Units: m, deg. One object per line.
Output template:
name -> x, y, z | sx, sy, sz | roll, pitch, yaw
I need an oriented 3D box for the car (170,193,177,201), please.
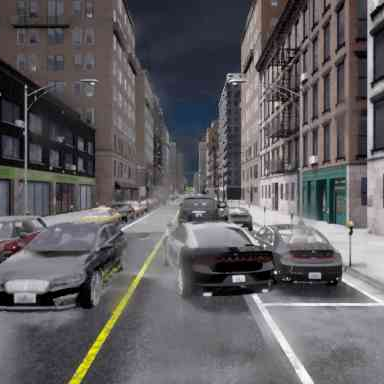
car -> -5.605, 1.515, 84.440 | 2.008, 1.369, 4.403 | 0, 0, 0

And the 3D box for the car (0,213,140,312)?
car -> -2.769, 1.491, 7.956 | 2.128, 1.511, 4.902 | 0, 0, 0

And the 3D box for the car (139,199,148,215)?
car -> -5.466, 1.523, 30.743 | 1.752, 1.417, 4.829 | 0, 0, 0

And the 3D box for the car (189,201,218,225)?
car -> 0.763, 1.477, 24.798 | 1.882, 1.535, 5.008 | 0, 0, 0

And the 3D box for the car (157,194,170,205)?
car -> -5.536, 1.298, 57.976 | 2.192, 1.841, 5.009 | 0, 0, 0

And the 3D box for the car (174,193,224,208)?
car -> 0.435, 1.221, 18.867 | 2.150, 2.045, 5.566 | 0, 0, 2

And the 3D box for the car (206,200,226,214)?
car -> 2.545, 1.563, 36.337 | 1.947, 1.339, 4.313 | 0, 0, 0

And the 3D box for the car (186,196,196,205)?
car -> -0.152, 1.508, 59.340 | 1.812, 1.442, 4.674 | 0, 0, 0

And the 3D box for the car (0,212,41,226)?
car -> -5.410, 1.440, 9.262 | 1.967, 1.590, 4.097 | 0, 0, 0

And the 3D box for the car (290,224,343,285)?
car -> 2.615, 1.550, 9.274 | 2.008, 1.369, 4.403 | 0, 0, 0

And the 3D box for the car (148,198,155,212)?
car -> -5.480, 1.579, 36.326 | 1.802, 1.307, 4.206 | 0, 0, 0

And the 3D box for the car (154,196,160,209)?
car -> -5.494, 1.545, 41.738 | 2.008, 1.369, 4.403 | 0, 0, 0

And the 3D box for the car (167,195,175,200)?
car -> -5.619, 1.504, 89.894 | 1.887, 1.381, 4.507 | 0, 0, 0

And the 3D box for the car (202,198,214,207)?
car -> 2.503, 1.569, 52.576 | 1.802, 1.307, 4.206 | 0, 0, 0

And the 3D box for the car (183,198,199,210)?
car -> -0.105, 1.540, 45.316 | 2.033, 1.411, 5.357 | 0, 0, 0

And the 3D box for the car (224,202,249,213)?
car -> 2.587, 1.549, 20.099 | 2.008, 1.369, 4.403 | 0, 0, 0

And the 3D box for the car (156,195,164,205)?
car -> -5.508, 1.542, 47.151 | 2.008, 1.369, 4.403 | 0, 0, 0

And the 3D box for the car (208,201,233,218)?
car -> 2.559, 1.564, 30.924 | 1.947, 1.339, 4.313 | 0, 0, 0

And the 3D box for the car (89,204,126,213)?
car -> -5.438, 1.524, 19.917 | 1.752, 1.417, 4.829 | 0, 0, 0

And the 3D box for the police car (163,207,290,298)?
police car -> 0.360, 1.425, 8.781 | 1.930, 1.638, 5.238 | 0, 0, -12

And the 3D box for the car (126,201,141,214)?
car -> -5.452, 1.564, 25.500 | 1.947, 1.339, 4.313 | 0, 0, 0

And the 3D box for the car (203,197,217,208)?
car -> 2.517, 1.516, 47.333 | 1.752, 1.417, 4.829 | 0, 0, 0
